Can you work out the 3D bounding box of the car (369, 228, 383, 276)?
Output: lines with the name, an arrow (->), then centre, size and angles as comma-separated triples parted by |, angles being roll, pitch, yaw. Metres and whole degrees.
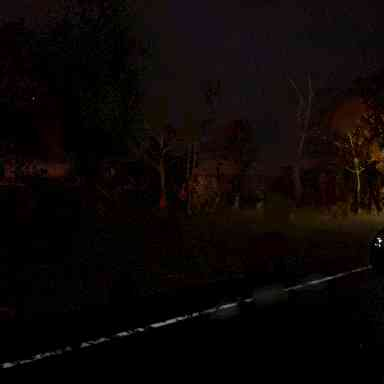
car -> 7.143, 1.219, 9.211 | 5.566, 2.045, 2.150 | 0, 0, -37
